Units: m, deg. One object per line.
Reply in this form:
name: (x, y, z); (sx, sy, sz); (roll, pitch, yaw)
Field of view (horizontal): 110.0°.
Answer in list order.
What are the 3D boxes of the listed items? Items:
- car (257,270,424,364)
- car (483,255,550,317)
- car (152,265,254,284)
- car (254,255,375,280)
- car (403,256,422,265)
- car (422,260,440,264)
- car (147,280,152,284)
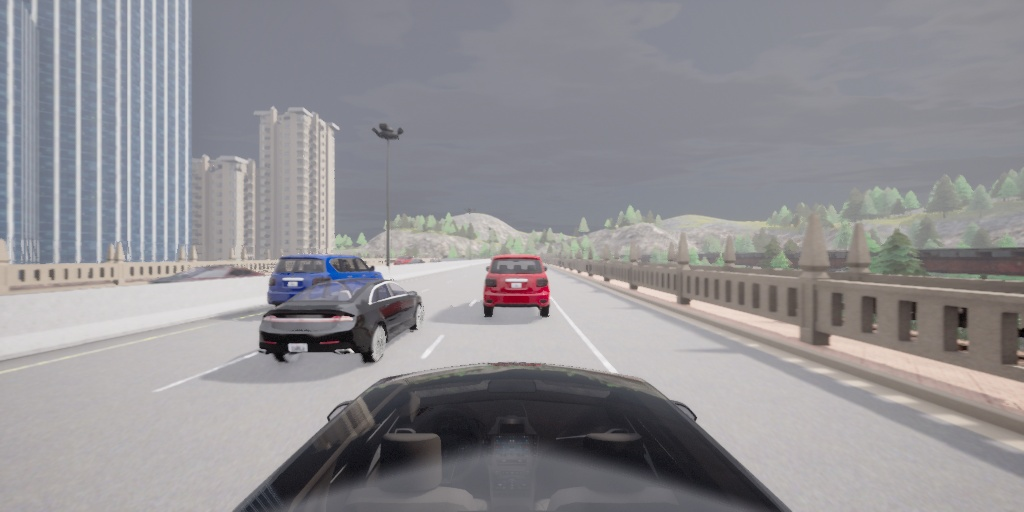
car: (-3.380, 1.242, 8.109); (2.128, 1.511, 4.902); (0, 0, 0)
car: (0.173, 0.972, 13.403); (2.150, 2.045, 5.566); (0, 0, 1)
car: (-13.960, 1.277, 17.274); (1.812, 1.442, 4.674); (0, 0, 1)
car: (-6.820, 0.972, 13.897); (2.150, 2.045, 5.566); (0, 0, 1)
car: (-16.179, 1.257, 60.524); (1.837, 1.490, 4.892); (0, 0, 2)
car: (-12.731, 1.316, 58.943); (1.994, 1.385, 4.181); (0, 0, 2)
car: (-17.394, 1.299, 20.448); (2.033, 1.411, 5.357); (0, 0, 1)
